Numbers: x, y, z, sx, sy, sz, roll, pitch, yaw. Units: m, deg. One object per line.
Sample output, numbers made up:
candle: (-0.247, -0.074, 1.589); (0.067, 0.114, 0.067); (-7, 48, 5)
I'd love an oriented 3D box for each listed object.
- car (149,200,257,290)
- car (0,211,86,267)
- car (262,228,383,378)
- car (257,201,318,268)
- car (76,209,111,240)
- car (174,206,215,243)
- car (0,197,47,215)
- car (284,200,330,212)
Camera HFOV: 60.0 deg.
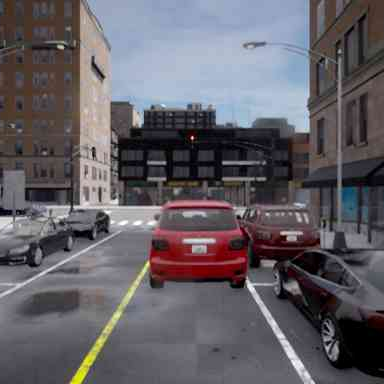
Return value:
car: (0.091, 1.221, 9.260); (2.150, 2.045, 5.566); (0, 0, -1)
car: (-5.374, 1.550, 11.210); (2.008, 1.369, 4.403); (0, 0, 0)
car: (2.643, 1.565, 5.537); (1.947, 1.339, 4.313); (0, 0, 0)
car: (2.651, 1.314, 11.199); (2.192, 1.841, 5.009); (0, 0, 0)
car: (-5.367, 1.565, 16.872); (1.947, 1.339, 4.313); (0, 0, 0)
car: (0.112, 1.525, 17.120); (1.812, 1.442, 4.674); (0, 0, 0)
car: (-15.188, 1.284, 29.130); (4.553, 1.767, 2.097); (0, 0, 0)
car: (13.449, 1.674, 39.183); (4.718, 1.301, 1.895); (0, 0, 0)
